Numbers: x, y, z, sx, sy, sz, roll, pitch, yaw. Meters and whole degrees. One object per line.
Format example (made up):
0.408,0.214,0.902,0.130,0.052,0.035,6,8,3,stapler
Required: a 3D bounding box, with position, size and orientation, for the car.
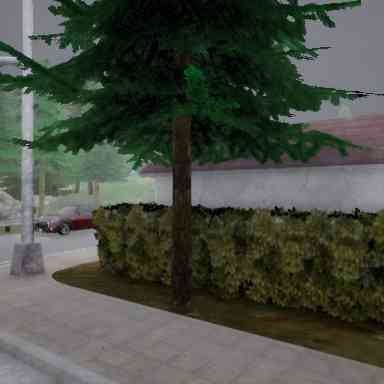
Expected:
-7.086,1.538,20.219,2.097,1.767,4.553,0,0,35,car
